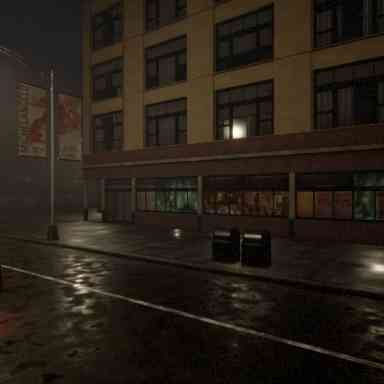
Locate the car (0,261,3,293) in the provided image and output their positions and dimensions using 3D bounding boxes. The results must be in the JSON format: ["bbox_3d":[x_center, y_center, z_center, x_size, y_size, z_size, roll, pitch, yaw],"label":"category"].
[{"bbox_3d":[-5.819,1.564,7.715,1.994,1.385,4.181,0,0,-40],"label":"car"}]
